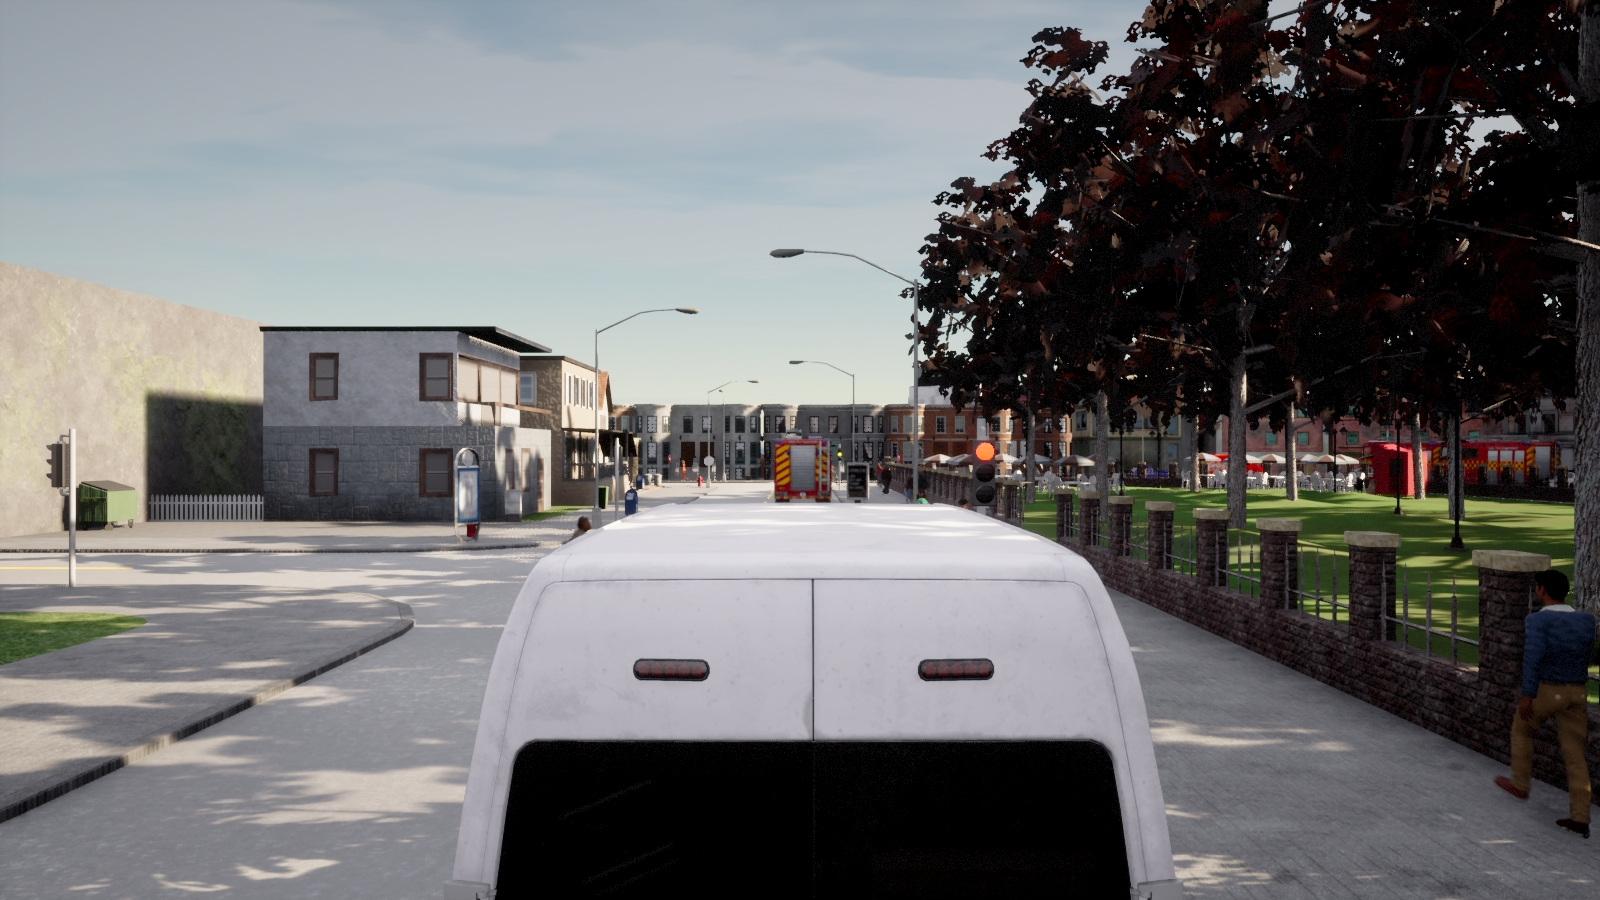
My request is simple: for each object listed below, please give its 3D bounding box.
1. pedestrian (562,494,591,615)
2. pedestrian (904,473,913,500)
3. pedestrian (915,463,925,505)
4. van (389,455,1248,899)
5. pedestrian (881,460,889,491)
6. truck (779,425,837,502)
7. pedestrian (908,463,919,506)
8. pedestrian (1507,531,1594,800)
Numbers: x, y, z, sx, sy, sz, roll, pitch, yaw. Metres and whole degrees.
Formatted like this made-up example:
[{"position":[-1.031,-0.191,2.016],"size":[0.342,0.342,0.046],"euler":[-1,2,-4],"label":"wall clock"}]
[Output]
[{"position":[-3.510,1.629,17.960],"size":[0.375,1.860,0.375],"euler":[0,0,-23],"label":"pedestrian"},{"position":[5.399,1.805,56.684],"size":[0.375,1.300,0.375],"euler":[0,0,-7],"label":"pedestrian"},{"position":[5.381,1.525,51.250],"size":[0.375,1.860,0.375],"euler":[0,0,-3],"label":"pedestrian"},{"position":[0.036,1.314,5.605],"size":[1.988,2.561,5.915],"euler":[0,0,0],"label":"van"},{"position":[5.067,1.525,67.963],"size":[0.375,1.860,0.375],"euler":[0,0,-24],"label":"pedestrian"},{"position":[0.395,0.670,60.799],"size":[2.891,3.827,8.468],"euler":[0,0,0],"label":"truck"},{"position":[5.007,1.525,50.310],"size":[0.375,1.860,0.375],"euler":[0,0,-13],"label":"pedestrian"},{"position":[5.381,1.526,8.204],"size":[0.375,1.860,0.375],"euler":[0,0,0],"label":"pedestrian"}]
